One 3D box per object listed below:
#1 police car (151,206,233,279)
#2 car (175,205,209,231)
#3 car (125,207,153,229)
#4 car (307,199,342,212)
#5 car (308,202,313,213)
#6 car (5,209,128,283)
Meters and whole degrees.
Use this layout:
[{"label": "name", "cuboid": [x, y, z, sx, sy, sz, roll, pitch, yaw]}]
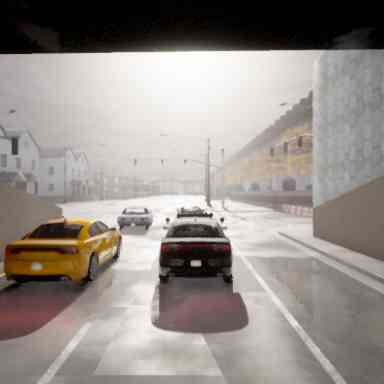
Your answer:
[{"label": "police car", "cuboid": [0.094, 1.439, 10.216, 1.930, 1.638, 5.238, 0, 0, 0]}, {"label": "car", "cuboid": [-0.109, 1.595, 21.702, 1.994, 1.385, 4.181, 0, 0, -3]}, {"label": "car", "cuboid": [-3.599, 1.631, 21.758, 1.895, 1.301, 4.718, 0, 0, -3]}, {"label": "car", "cuboid": [14.069, 1.344, 35.159, 1.853, 1.218, 4.536, 0, 0, 45]}, {"label": "car", "cuboid": [14.033, 1.501, 35.122, 2.038, 1.542, 4.974, 0, 0, 45]}, {"label": "car", "cuboid": [-3.404, 1.492, 9.775, 1.882, 1.535, 5.008, 0, 0, 0]}]
